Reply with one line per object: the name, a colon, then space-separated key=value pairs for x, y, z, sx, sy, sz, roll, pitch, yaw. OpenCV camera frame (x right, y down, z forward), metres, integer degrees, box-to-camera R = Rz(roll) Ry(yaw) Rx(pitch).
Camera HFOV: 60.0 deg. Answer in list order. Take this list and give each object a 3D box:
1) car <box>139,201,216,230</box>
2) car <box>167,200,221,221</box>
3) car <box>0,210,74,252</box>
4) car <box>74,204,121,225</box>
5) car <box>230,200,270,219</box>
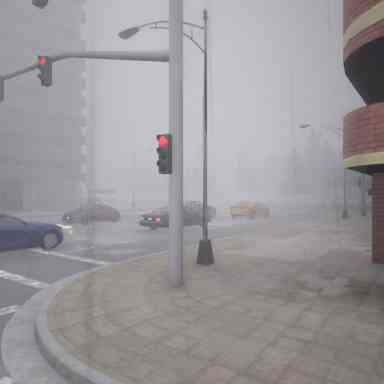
car: x=-0.886 y=1.547 z=20.605 sx=2.033 sy=1.411 sz=5.357 roll=0 pitch=0 yaw=36
car: x=0.253 y=1.491 z=28.178 sx=2.128 sy=1.511 sz=4.902 roll=0 pitch=0 yaw=36
car: x=-7.111 y=1.478 z=11.963 sx=1.882 sy=1.535 sz=5.008 roll=0 pitch=0 yaw=36
car: x=-7.213 y=1.564 z=24.111 sx=1.994 sy=1.385 sz=4.181 roll=0 pitch=0 yaw=36
car: x=5.130 y=1.478 z=28.961 sx=1.882 sy=1.535 sz=5.008 roll=0 pitch=0 yaw=36
